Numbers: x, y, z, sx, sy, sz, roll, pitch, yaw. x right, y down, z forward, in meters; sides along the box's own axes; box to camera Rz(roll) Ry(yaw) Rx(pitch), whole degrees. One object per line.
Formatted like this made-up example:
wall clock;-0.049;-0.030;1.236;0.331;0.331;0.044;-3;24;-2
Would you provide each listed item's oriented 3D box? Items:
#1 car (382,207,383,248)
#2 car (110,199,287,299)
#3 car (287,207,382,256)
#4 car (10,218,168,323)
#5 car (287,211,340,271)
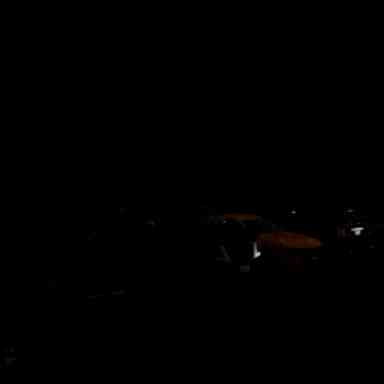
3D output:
car;6.289;1.439;13.895;2.163;1.488;4.792;-1;0;-35
car;-0.518;1.228;9.041;2.435;2.045;5.566;0;0;-35
car;4.020;1.315;12.275;2.185;1.767;4.553;-1;0;-35
car;-2.809;1.485;7.450;2.231;1.521;4.892;0;0;-35
car;1.737;1.465;10.692;2.097;1.535;5.008;0;0;-35
